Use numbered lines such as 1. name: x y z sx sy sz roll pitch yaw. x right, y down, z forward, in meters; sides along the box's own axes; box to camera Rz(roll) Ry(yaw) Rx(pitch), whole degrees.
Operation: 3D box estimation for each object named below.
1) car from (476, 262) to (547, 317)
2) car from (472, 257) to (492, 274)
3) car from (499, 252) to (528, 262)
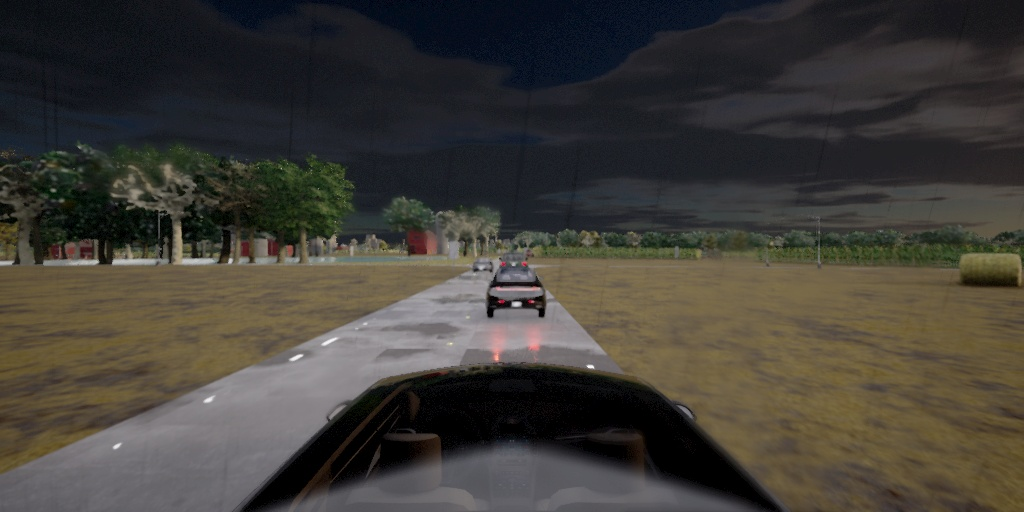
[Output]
1. car: 0.114 1.133 12.542 2.128 1.511 4.902 0 1 0
2. car: -2.788 0.899 35.334 2.128 1.511 4.902 0 0 0
3. car: 0.124 0.697 28.738 2.150 2.045 5.566 0 1 0
